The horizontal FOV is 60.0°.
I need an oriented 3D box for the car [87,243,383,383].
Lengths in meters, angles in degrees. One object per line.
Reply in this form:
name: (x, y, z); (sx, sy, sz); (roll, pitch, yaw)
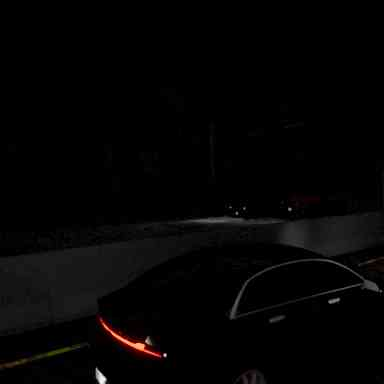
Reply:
car: (1.113, 1.476, 4.550); (4.892, 1.490, 1.837); (-1, 1, -35)

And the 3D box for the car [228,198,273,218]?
car: (4.958, 1.122, 24.744); (4.718, 1.301, 1.895); (-2, 1, -36)

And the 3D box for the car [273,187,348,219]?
car: (8.519, 0.682, 22.996); (5.566, 2.045, 2.150); (-2, 1, -36)
